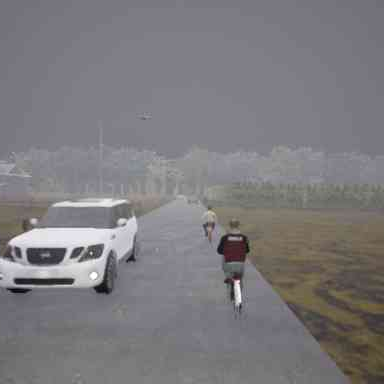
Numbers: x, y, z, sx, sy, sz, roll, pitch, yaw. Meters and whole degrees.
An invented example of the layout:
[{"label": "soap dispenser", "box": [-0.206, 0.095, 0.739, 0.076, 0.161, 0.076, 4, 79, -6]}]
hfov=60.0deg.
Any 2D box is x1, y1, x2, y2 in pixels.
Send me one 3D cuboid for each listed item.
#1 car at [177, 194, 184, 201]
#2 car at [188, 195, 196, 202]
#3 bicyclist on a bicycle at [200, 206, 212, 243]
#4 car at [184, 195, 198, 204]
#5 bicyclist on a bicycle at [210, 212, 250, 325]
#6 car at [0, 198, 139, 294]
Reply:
[{"label": "car", "box": [-2.707, 1.273, 83.669, 2.097, 1.767, 4.553, 0, 0, 0]}, {"label": "car", "box": [0.038, 1.429, 73.835, 1.837, 1.490, 4.892, 0, 0, 0]}, {"label": "bicyclist on a bicycle", "box": [0.784, 1.436, 14.914, 0.866, 1.612, 1.509, 0, 0, 0]}, {"label": "car", "box": [0.131, 1.435, 61.696, 2.128, 1.511, 4.902, 0, 0, 0]}, {"label": "bicyclist on a bicycle", "box": [0.762, 1.371, 6.224, 0.659, 1.776, 1.843, 0, 0, 0]}, {"label": "car", "box": [-2.846, 1.221, 9.121, 2.150, 2.045, 5.566, 0, 0, 0]}]
